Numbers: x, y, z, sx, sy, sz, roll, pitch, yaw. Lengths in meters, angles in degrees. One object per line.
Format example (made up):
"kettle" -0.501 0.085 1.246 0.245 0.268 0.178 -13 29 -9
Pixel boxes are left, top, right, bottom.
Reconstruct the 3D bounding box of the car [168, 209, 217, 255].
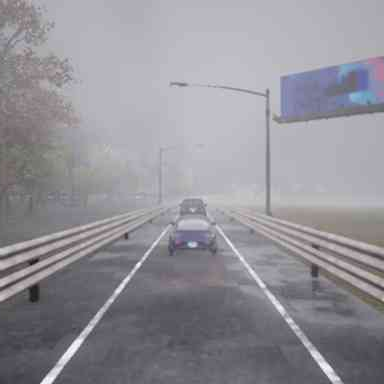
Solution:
"car" 0.046 1.678 13.851 1.812 1.442 4.674 0 0 1

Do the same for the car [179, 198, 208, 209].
"car" 0.098 1.527 27.558 2.150 2.045 5.566 0 0 1
